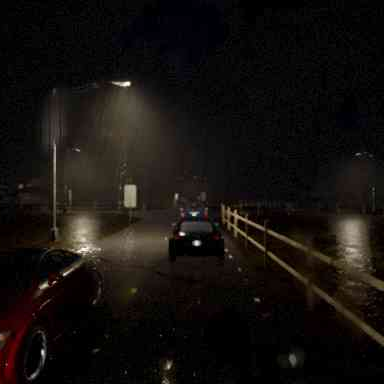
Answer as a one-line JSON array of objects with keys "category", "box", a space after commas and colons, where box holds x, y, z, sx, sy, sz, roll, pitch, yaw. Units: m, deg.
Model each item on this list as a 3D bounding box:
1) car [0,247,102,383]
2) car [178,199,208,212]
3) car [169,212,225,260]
[{"category": "car", "box": [-2.838, 1.607, 5.204, 1.994, 1.385, 4.181, 0, 0, 0]}, {"category": "car", "box": [0.155, 1.602, 25.190, 2.097, 1.767, 4.553, 0, -1, 0]}, {"category": "car", "box": [0.138, 1.680, 13.005, 1.994, 1.385, 4.181, 0, -1, -1]}]
